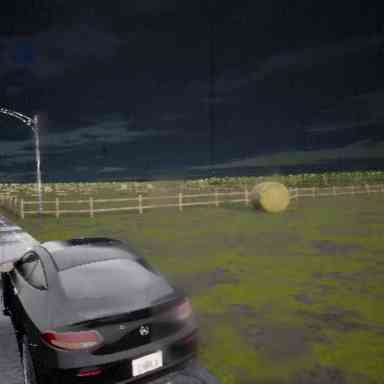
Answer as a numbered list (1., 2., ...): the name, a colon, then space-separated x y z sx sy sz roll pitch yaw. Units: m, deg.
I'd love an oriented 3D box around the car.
1. car: -1.698 1.413 5.008 1.812 1.442 4.674 -3 2 -34
